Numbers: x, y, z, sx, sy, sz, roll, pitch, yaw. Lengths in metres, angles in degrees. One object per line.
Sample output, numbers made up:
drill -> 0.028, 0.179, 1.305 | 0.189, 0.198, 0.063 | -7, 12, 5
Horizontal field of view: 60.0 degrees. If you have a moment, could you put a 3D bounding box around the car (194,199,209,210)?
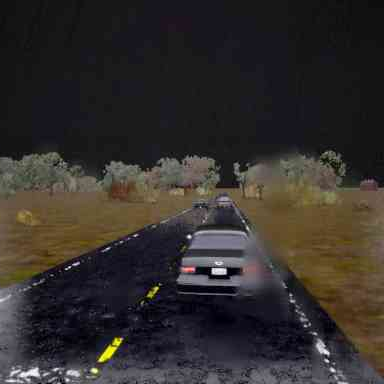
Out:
car -> 1.289, 1.597, 44.079 | 1.895, 1.301, 4.718 | 0, 0, 6

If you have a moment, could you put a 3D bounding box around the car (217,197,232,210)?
car -> 4.164, 1.488, 42.296 | 2.128, 1.511, 4.902 | 0, 0, 6

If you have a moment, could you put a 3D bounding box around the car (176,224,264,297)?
car -> 0.762, 1.548, 8.785 | 2.033, 1.411, 5.357 | 0, 0, 6

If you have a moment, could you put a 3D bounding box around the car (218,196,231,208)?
car -> 4.858, 1.470, 49.599 | 1.882, 1.535, 5.008 | 0, 0, 6
